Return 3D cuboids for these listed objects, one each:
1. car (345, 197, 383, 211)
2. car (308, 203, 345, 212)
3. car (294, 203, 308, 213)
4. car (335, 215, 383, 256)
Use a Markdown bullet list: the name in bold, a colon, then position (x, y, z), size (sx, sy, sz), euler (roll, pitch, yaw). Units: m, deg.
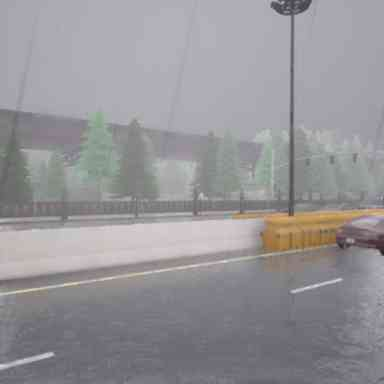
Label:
- **car**: position (15.561, 1.474, 27.874), size (5.566, 2.045, 2.150), euler (1, 0, -36)
- **car**: position (13.317, 1.759, 30.574), size (4.902, 1.511, 2.128), euler (1, 0, -35)
- **car**: position (11.533, 1.815, 33.599), size (5.357, 1.411, 2.033), euler (1, 0, -35)
- **car**: position (7.775, 1.658, 13.709), size (4.674, 1.442, 1.812), euler (0, 0, -35)
